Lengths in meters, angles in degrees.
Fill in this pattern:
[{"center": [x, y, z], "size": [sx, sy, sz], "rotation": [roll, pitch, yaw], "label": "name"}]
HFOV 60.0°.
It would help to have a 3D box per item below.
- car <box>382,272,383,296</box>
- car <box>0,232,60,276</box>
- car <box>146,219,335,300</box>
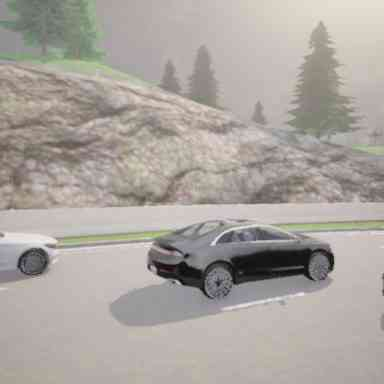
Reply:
[{"center": [5.720, 1.493, 6.314], "size": [4.674, 1.442, 1.812], "rotation": [0, 0, -24], "label": "car"}, {"center": [-5.786, 1.413, 8.240], "size": [4.674, 1.442, 1.812], "rotation": [0, 1, -35], "label": "car"}, {"center": [1.342, 1.418, 8.108], "size": [4.902, 1.511, 2.128], "rotation": [0, 1, -28], "label": "car"}]
